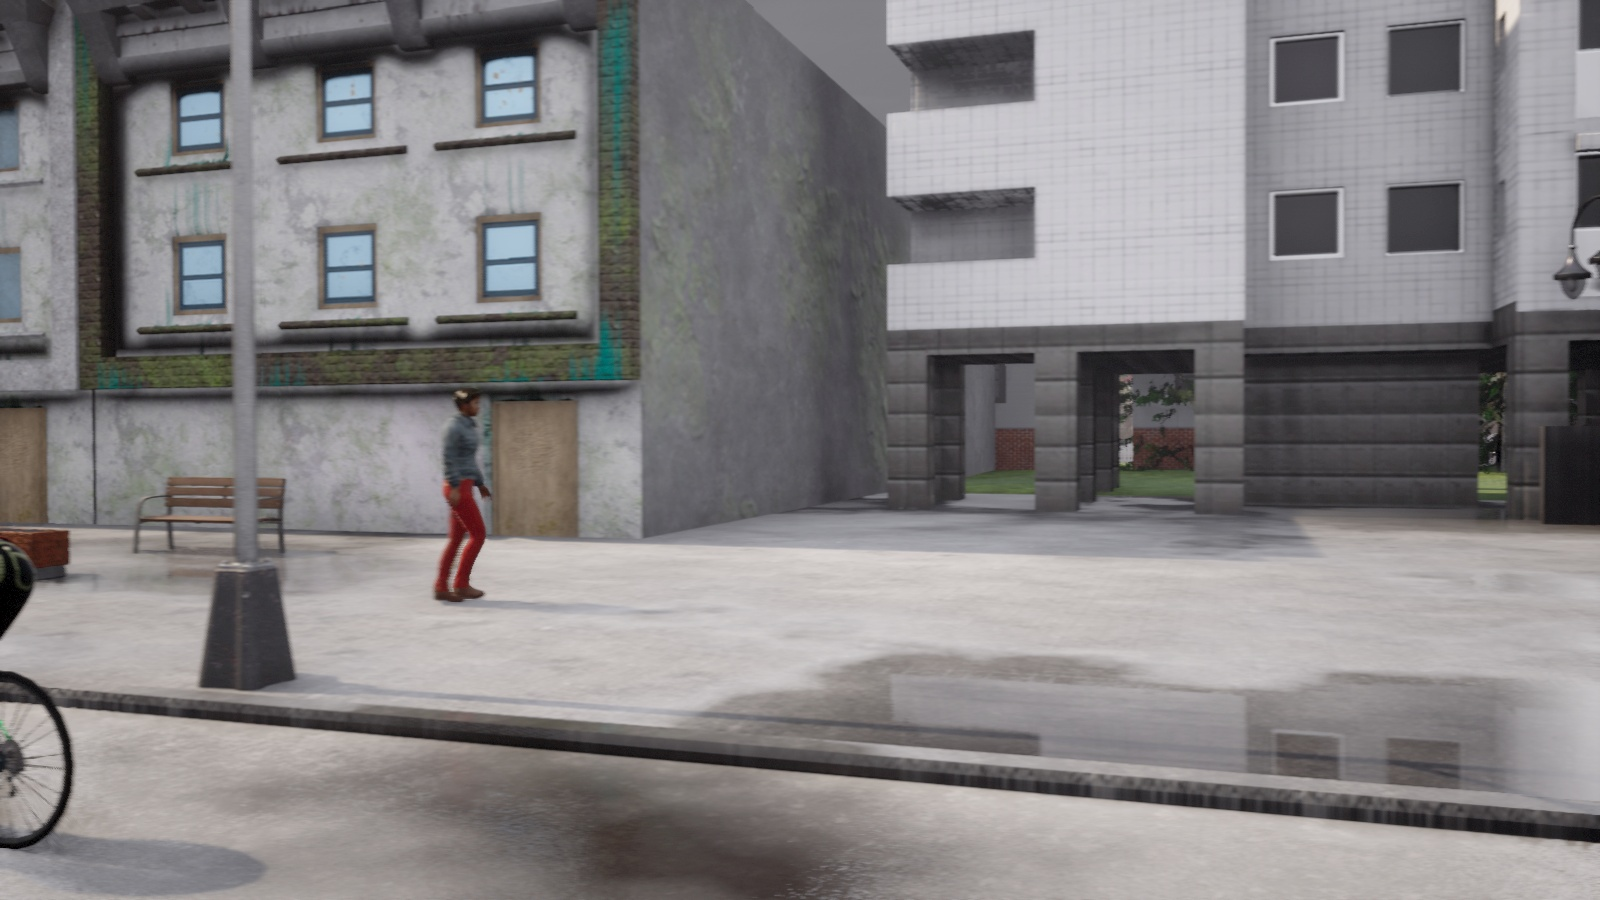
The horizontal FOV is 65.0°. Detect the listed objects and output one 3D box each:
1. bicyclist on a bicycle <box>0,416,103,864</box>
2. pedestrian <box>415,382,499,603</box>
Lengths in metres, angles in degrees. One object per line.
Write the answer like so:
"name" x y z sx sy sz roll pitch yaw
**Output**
"bicyclist on a bicycle" -3.640 0.687 4.943 1.656 1.620 0.582 0 1 19
"pedestrian" -2.917 0.354 10.705 0.614 1.847 0.353 0 1 0
